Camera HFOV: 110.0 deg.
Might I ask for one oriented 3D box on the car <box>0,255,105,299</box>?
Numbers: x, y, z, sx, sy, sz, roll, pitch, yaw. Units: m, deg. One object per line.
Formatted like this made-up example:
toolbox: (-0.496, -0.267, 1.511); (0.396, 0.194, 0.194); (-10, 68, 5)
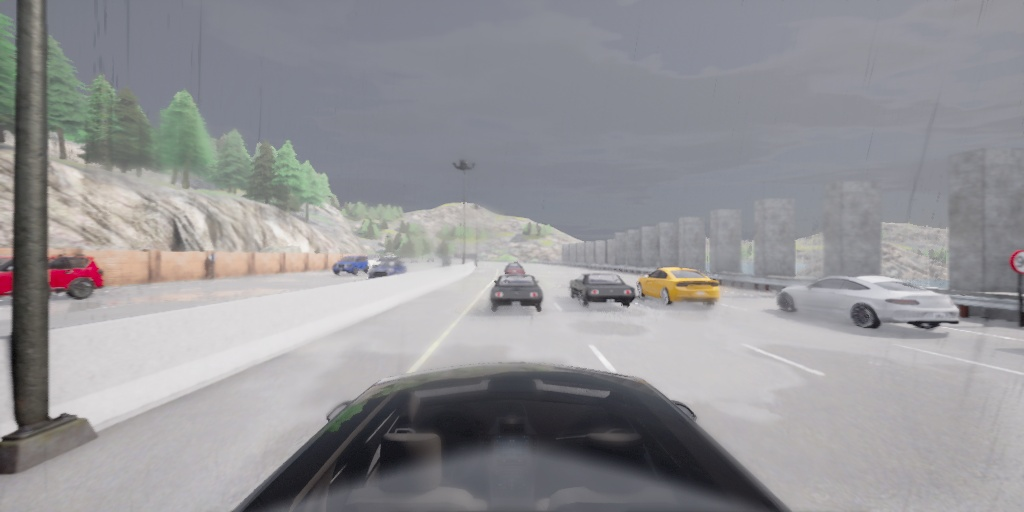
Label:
car: (-21.012, 0.957, 15.139); (2.150, 2.045, 5.566); (0, 0, 0)

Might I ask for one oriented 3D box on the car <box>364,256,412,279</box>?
car: (-10.451, 1.132, 30.620); (2.097, 1.767, 4.553); (0, 0, 0)

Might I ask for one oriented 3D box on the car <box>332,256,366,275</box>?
car: (-17.559, 1.008, 39.452); (2.150, 2.045, 5.566); (0, 0, -1)

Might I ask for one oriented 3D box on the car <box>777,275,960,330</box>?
car: (10.659, 1.313, 11.234); (1.812, 1.442, 4.674); (0, 0, 0)

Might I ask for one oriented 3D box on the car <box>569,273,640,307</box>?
car: (3.693, 1.383, 15.543); (1.895, 1.301, 4.718); (0, 0, 0)

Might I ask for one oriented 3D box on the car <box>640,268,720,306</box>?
car: (7.198, 1.267, 16.062); (1.882, 1.535, 5.008); (0, 0, 0)

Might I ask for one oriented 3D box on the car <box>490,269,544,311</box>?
car: (0.184, 1.374, 14.562); (1.895, 1.301, 4.718); (0, 0, 0)

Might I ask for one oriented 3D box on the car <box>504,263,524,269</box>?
car: (0.201, 1.374, 35.086); (1.994, 1.385, 4.181); (0, 0, -1)
